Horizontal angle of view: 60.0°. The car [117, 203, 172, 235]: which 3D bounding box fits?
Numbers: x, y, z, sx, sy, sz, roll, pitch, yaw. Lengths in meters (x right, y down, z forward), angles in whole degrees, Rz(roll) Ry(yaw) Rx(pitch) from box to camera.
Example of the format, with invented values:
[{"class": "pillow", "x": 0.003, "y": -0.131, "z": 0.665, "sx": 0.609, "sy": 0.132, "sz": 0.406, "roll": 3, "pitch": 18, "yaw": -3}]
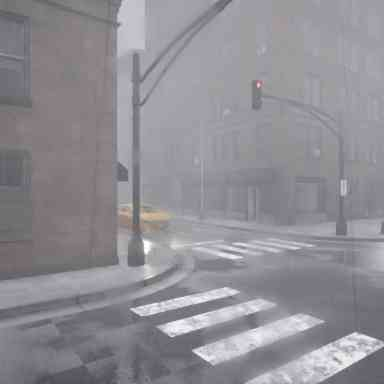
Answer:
[{"class": "car", "x": -2.931, "y": 1.382, "z": 18.392, "sx": 1.882, "sy": 1.535, "sz": 5.008, "roll": 0, "pitch": 0, "yaw": -34}]
